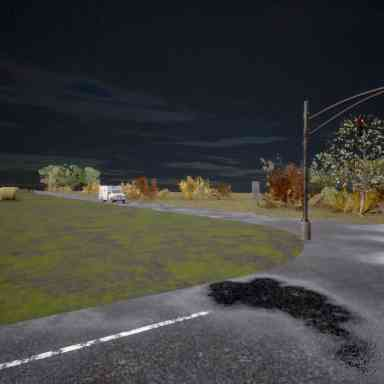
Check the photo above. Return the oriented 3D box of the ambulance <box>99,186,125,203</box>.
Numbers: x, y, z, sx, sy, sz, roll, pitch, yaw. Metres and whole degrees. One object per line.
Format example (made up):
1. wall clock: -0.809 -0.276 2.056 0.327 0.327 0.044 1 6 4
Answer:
1. ambulance: -11.962 0.341 50.021 2.351 2.431 6.366 2 0 -32
